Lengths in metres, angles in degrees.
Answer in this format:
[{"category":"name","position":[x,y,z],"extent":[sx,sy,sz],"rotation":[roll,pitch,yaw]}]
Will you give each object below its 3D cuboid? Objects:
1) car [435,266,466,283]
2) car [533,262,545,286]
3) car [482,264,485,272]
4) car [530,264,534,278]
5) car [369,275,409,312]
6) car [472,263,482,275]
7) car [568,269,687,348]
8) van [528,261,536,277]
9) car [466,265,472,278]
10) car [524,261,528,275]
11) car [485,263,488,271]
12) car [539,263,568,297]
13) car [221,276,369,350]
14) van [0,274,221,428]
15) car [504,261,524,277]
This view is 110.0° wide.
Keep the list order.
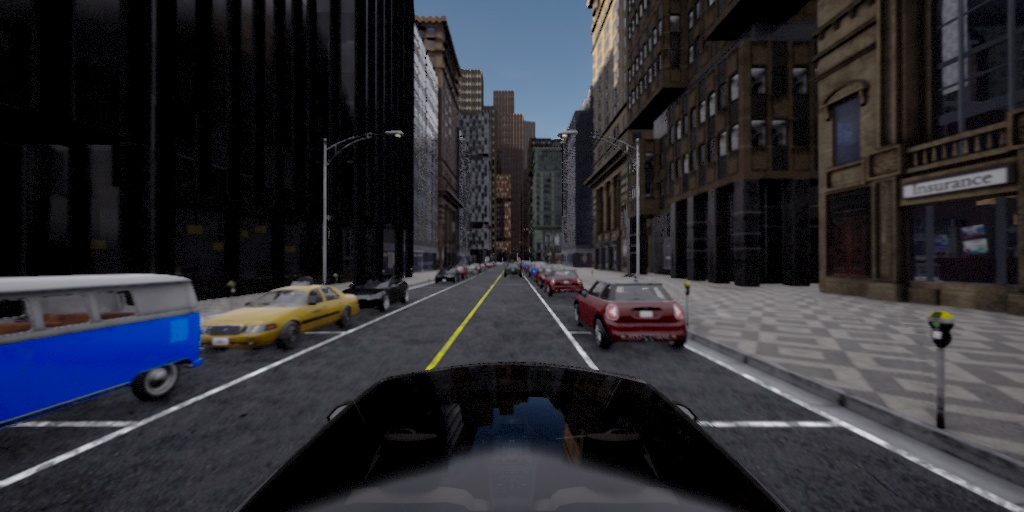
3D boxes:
[{"category":"car","position":[-5.653,1.679,32.141],"extent":[1.948,1.339,4.313],"rotation":[0,0,0]},{"category":"car","position":[2.869,1.485,26.493],"extent":[1.967,1.591,4.097],"rotation":[0,0,0]},{"category":"car","position":[-5.642,1.824,54.734],"extent":[1.967,1.591,4.097],"rotation":[0,0,0]},{"category":"car","position":[2.872,1.658,32.141],"extent":[1.888,1.381,4.507],"rotation":[0,0,0]},{"category":"car","position":[-5.662,1.476,15.196],"extent":[1.948,1.339,4.313],"rotation":[0,0,0]},{"category":"car","position":[-5.645,1.867,49.086],"extent":[2.007,1.370,4.403],"rotation":[0,0,0]},{"category":"car","position":[2.861,1.283,9.549],"extent":[1.967,1.591,4.097],"rotation":[0,0,0]},{"category":"van","position":[2.875,1.521,37.789],"extent":[1.690,1.789,3.998],"rotation":[0,0,0]},{"category":"car","position":[-5.650,1.726,37.789],"extent":[1.888,1.381,4.507],"rotation":[0,0,0]},{"category":"car","position":[2.877,1.688,43.437],"extent":[1.967,1.591,4.097],"rotation":[0,0,0]},{"category":"car","position":[-5.640,2.004,60.383],"extent":[2.007,1.370,4.403],"rotation":[0,0,0]},{"category":"car","position":[2.866,1.417,20.845],"extent":[1.967,1.591,4.097],"rotation":[0,0,0]},{"category":"car","position":[-5.664,1.368,9.377],"extent":[1.751,1.417,4.829],"rotation":[0,0,0]},{"category":"van","position":[-5.667,1.117,3.899],"extent":[1.690,1.789,3.998],"rotation":[0,0,0]},{"category":"car","position":[0.119,1.605,43.768],"extent":[2.097,1.767,4.553],"rotation":[0,-1,0]}]
